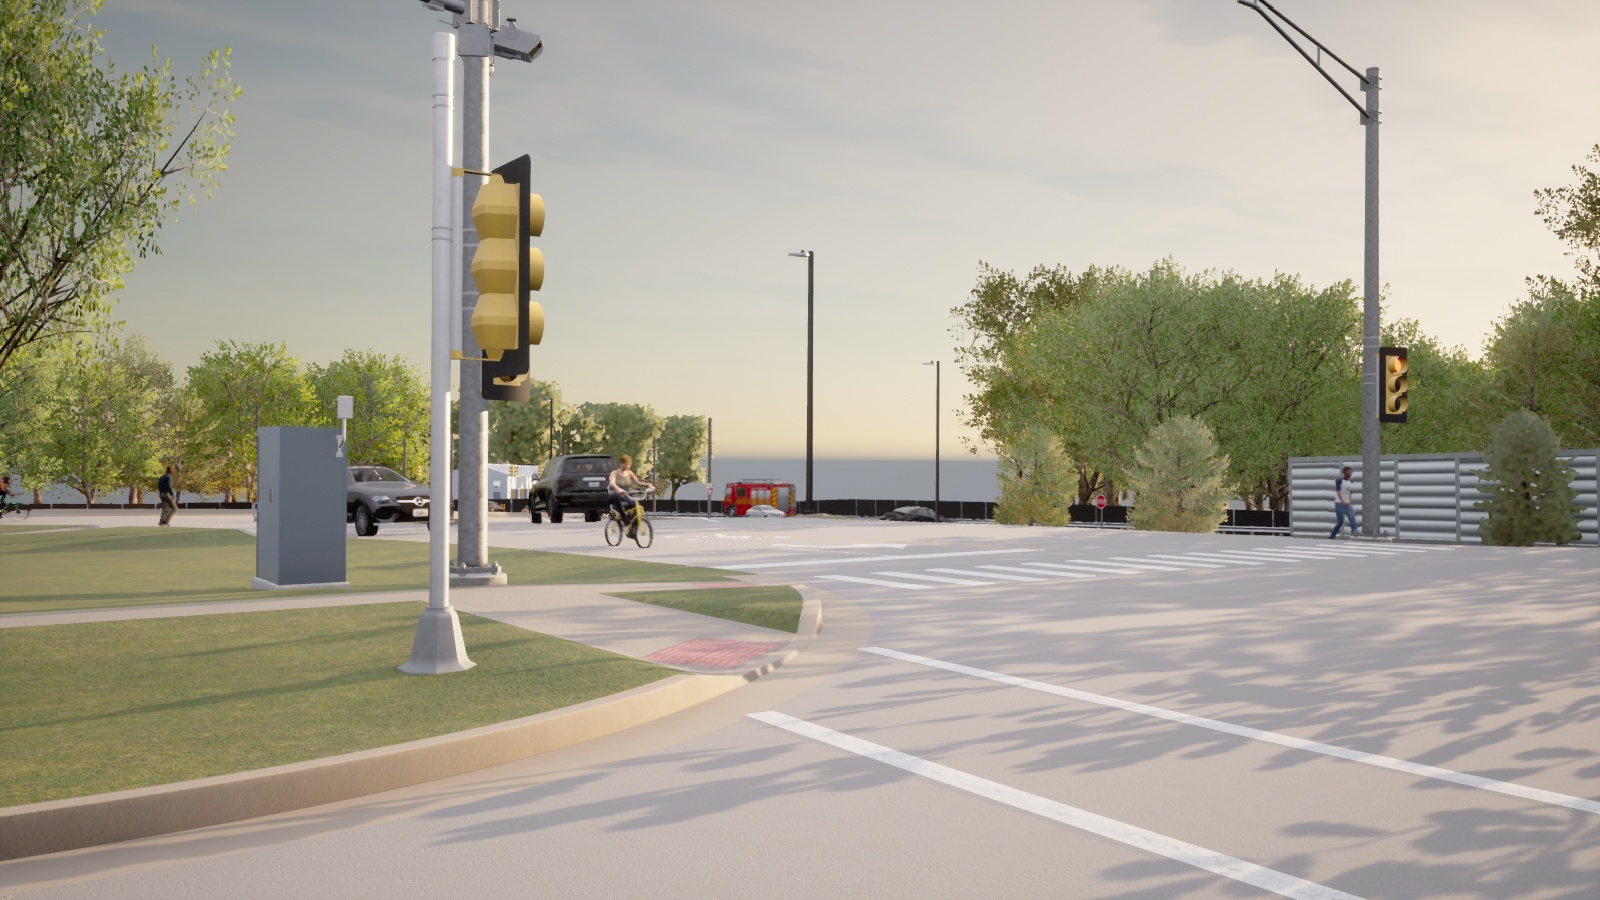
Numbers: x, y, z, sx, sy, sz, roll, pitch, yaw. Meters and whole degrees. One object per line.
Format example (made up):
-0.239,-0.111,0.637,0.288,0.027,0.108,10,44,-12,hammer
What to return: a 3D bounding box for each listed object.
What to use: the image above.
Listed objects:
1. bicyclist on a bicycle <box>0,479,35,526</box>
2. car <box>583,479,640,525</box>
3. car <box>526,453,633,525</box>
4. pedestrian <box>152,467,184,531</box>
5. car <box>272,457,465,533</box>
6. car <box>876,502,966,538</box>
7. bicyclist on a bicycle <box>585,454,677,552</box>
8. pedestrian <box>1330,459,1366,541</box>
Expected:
-28.092,1.872,44.417,1.656,1.620,0.582,-1,0,-12,bicyclist on a bicycle
-8.053,2.217,53.884,1.905,1.878,3.866,1,-2,-1,car
-7.003,1.287,39.292,2.150,2.045,5.566,-1,-3,-22,car
-18.200,1.397,36.179,0.370,1.835,0.726,0,0,34,pedestrian
-10.329,1.077,29.851,5.027,1.651,2.152,-3,-2,42,car
6.700,3.886,69.295,5.008,1.535,1.882,8,-6,-40,car
-2.913,0.896,21.582,0.866,1.612,1.509,0,-1,-40,bicyclist on a bicycle
12.488,1.123,28.631,0.354,1.836,0.706,0,0,-23,pedestrian
